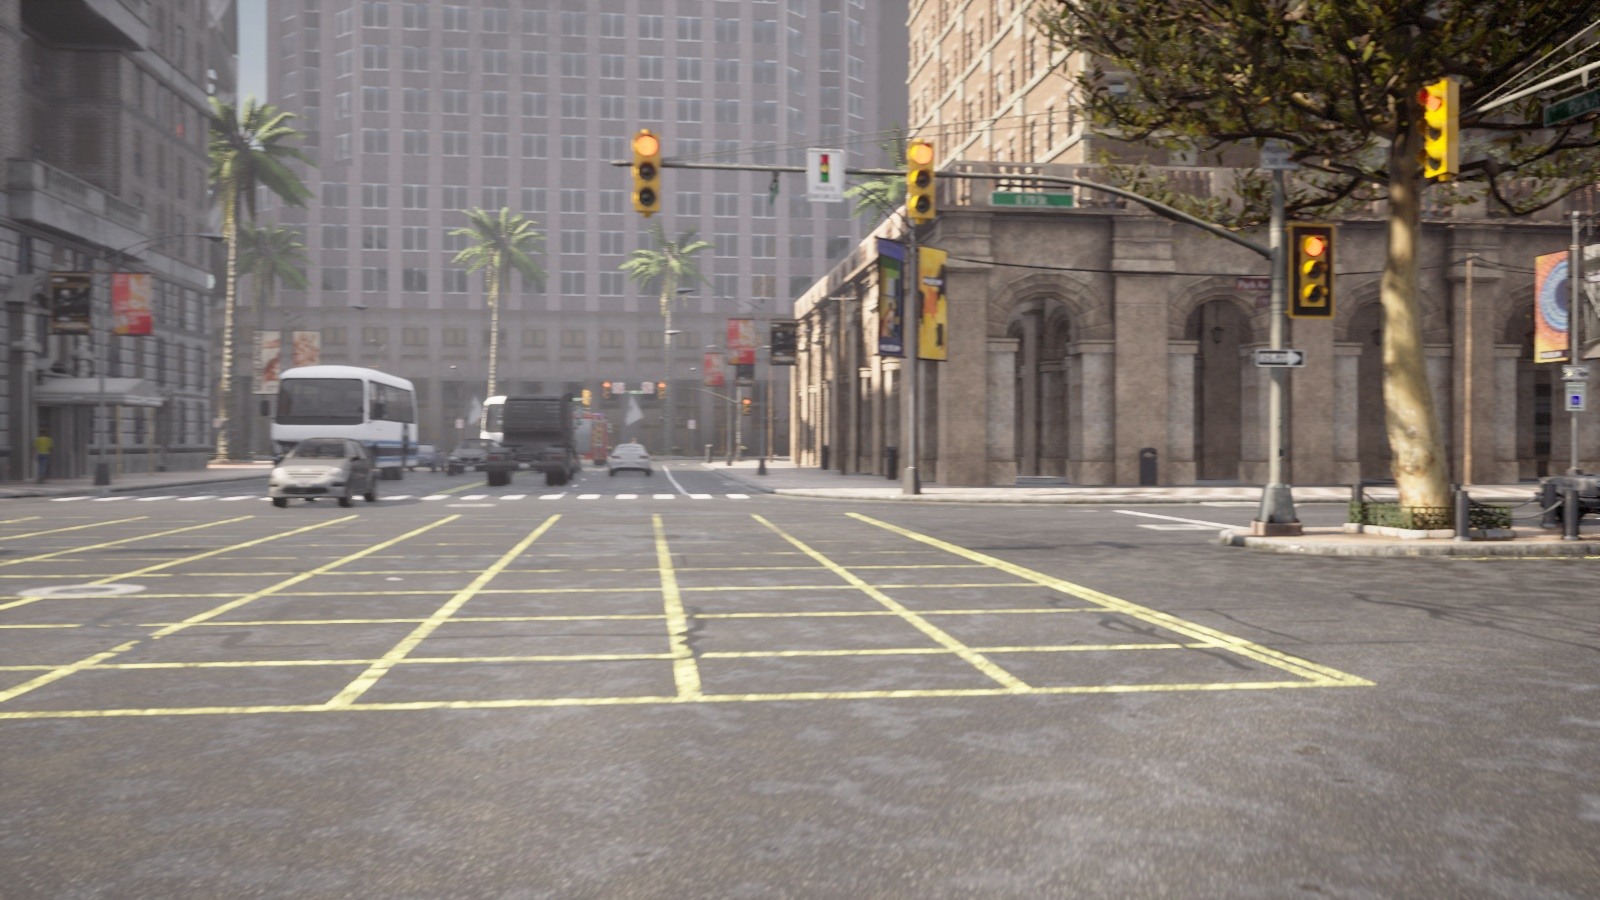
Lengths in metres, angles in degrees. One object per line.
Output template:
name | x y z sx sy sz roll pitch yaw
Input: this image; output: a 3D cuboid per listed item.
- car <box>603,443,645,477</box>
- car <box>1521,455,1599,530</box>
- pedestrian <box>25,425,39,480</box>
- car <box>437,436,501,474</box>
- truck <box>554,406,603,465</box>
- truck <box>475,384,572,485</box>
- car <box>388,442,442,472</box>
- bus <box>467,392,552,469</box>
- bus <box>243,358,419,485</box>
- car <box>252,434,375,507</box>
car | -7.951 0.419 56.979 1.812 1.442 4.674 0 0 -7
car | 16.299 0.767 23.440 4.718 1.301 1.895 0 0 -6
pedestrian | -26.006 0.073 42.536 0.354 1.836 0.706 0 0 -27
car | -15.052 0.212 57.378 2.242 1.667 4.611 0 0 -7
truck | -14.952 -0.957 85.325 2.891 3.827 8.468 0 0 -7
truck | -10.229 -0.540 47.189 2.891 3.462 7.936 0 0 -8
car | -19.263 0.347 62.997 1.812 1.442 4.674 0 0 -7
bus | -17.227 -1.118 75.251 3.944 4.253 10.273 0 0 -7
bus | -17.309 -0.959 47.377 3.944 4.253 10.273 0 0 -7
car | -11.459 0.436 29.849 1.851 1.617 3.988 0 0 -8
